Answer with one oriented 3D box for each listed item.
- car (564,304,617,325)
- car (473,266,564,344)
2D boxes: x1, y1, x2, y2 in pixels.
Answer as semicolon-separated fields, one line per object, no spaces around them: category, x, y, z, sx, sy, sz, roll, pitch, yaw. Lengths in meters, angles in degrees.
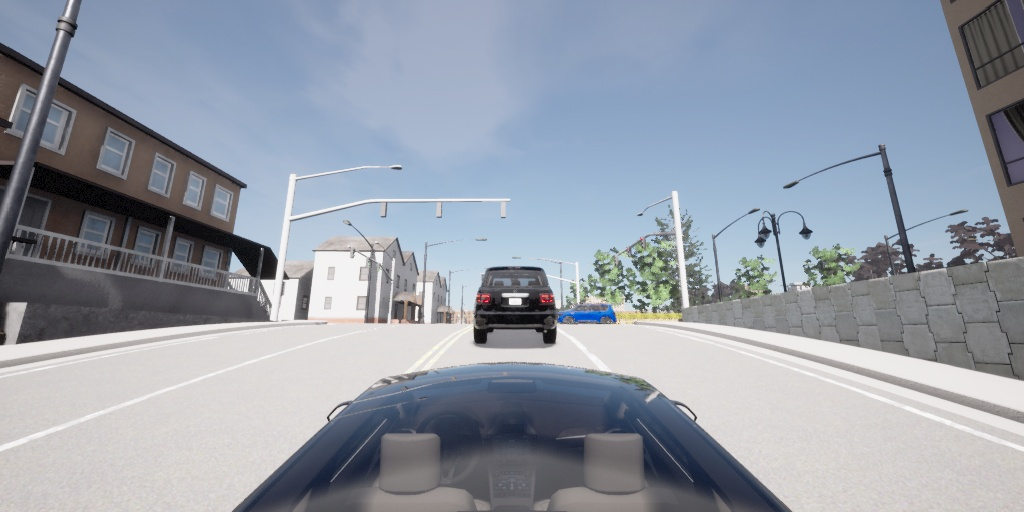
car;6.304;5.242;31.355;5.566;2.045;2.150;2;-13;-8
car;0.087;1.503;11.202;2.150;2.045;5.566;0;-7;0
